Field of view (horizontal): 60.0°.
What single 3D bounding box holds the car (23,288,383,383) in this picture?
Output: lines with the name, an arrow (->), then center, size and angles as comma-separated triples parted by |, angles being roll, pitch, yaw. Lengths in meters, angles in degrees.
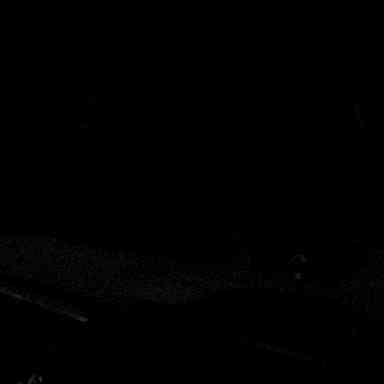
car -> 0.335, 1.565, 2.838 | 4.313, 1.339, 1.947 | 0, 0, 36
